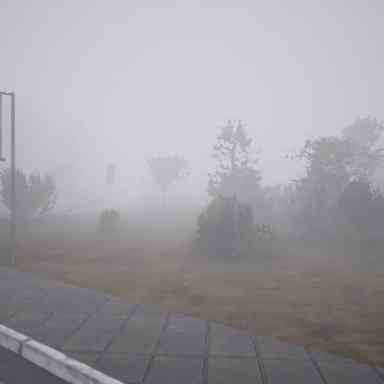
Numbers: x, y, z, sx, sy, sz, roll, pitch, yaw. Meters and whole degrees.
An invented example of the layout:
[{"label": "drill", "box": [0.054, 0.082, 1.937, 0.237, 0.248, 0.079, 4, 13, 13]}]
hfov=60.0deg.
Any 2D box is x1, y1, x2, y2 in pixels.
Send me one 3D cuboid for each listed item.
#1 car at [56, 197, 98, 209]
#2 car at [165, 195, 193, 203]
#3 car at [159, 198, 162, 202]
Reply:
[{"label": "car", "box": [-14.902, 1.464, 44.199, 2.128, 1.511, 4.902, 0, 1, 39]}, {"label": "car", "box": [-2.046, 1.264, 60.144, 2.033, 1.411, 5.357, 0, 1, 37]}, {"label": "car", "box": [-4.810, 1.320, 62.289, 1.895, 1.301, 4.718, 0, 1, 37]}]
